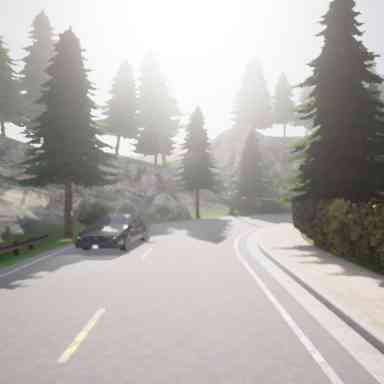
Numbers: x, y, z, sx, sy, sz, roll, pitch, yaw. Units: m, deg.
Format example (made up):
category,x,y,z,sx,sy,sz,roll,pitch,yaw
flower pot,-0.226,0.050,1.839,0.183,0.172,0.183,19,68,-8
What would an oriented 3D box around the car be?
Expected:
category,x,y,z,sx,sy,sz,roll,pitch,yaw
car,-3.300,1.670,14.998,2.033,1.411,5.357,0,0,6
